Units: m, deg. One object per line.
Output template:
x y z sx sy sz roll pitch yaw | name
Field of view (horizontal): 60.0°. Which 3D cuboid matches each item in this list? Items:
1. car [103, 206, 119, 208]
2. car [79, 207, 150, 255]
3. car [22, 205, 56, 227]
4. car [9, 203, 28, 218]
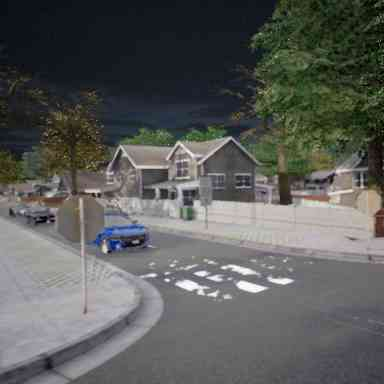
-6.157 1.723 23.439 1.837 1.490 4.892 -2 1 -35 | car
-3.713 1.719 15.115 1.882 1.535 5.008 -2 1 -37 | car
-12.183 1.975 27.082 1.895 1.301 4.718 -2 1 -35 | car
-19.056 1.980 36.929 2.128 1.511 4.902 -2 1 -34 | car
